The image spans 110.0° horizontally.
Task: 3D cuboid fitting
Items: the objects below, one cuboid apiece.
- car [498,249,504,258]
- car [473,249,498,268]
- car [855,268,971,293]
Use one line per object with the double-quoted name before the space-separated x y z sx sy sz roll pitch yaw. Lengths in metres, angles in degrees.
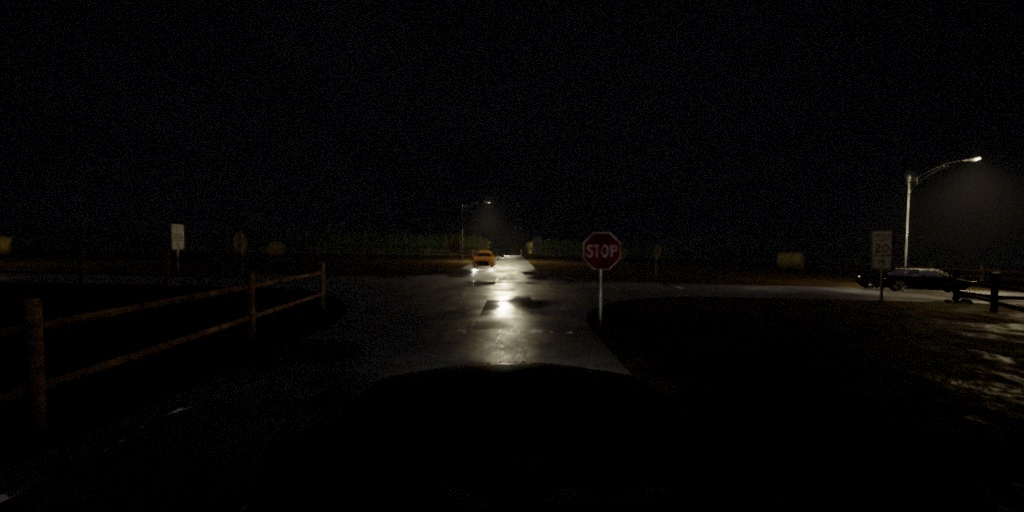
"car" -2.448 -0.501 64.161 2.033 1.411 5.357 0 1 0
"car" -2.594 0.296 33.941 1.882 1.535 5.008 0 3 0
"car" 22.306 1.334 20.104 4.718 1.301 1.895 1 1 0
